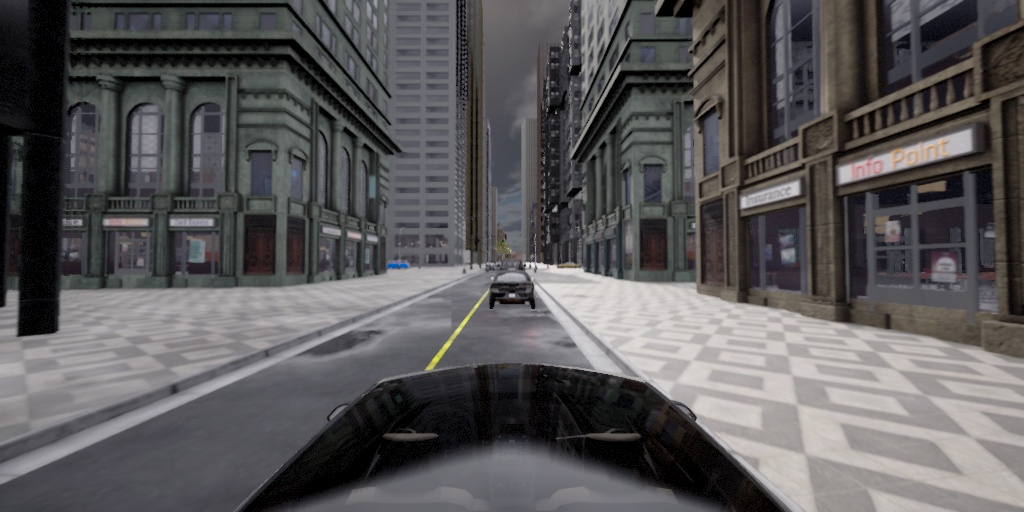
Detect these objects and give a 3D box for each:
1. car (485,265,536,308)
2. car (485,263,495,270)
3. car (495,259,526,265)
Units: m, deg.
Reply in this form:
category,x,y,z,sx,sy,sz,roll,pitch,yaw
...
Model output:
category,x,y,z,sx,sy,sz,roll,pitch,yaw
car,0.024,1.369,16.103,1.882,1.535,5.008,0,0,0
car,-3.026,1.813,55.433,1.994,1.385,4.181,0,-1,1
car,0.008,1.241,29.441,2.150,2.045,5.566,0,0,0
